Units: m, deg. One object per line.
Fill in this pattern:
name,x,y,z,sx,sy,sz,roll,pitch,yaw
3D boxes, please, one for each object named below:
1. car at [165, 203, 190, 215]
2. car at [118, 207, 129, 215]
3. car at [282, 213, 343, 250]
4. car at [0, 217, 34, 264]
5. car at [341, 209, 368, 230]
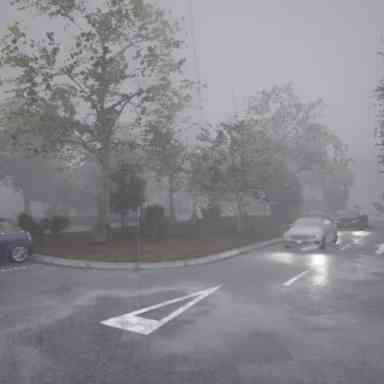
car,-3.037,3.207,61.973,5.566,2.045,2.150,-5,-4,37
car,-15.676,4.031,70.358,4.553,1.767,2.097,-3,-3,27
car,6.045,1.981,16.798,1.812,1.442,4.674,-4,-3,33
car,-8.130,1.757,11.653,2.185,1.767,4.553,-1,-2,35
car,12.549,2.122,26.145,1.837,1.490,4.892,-4,-3,35
